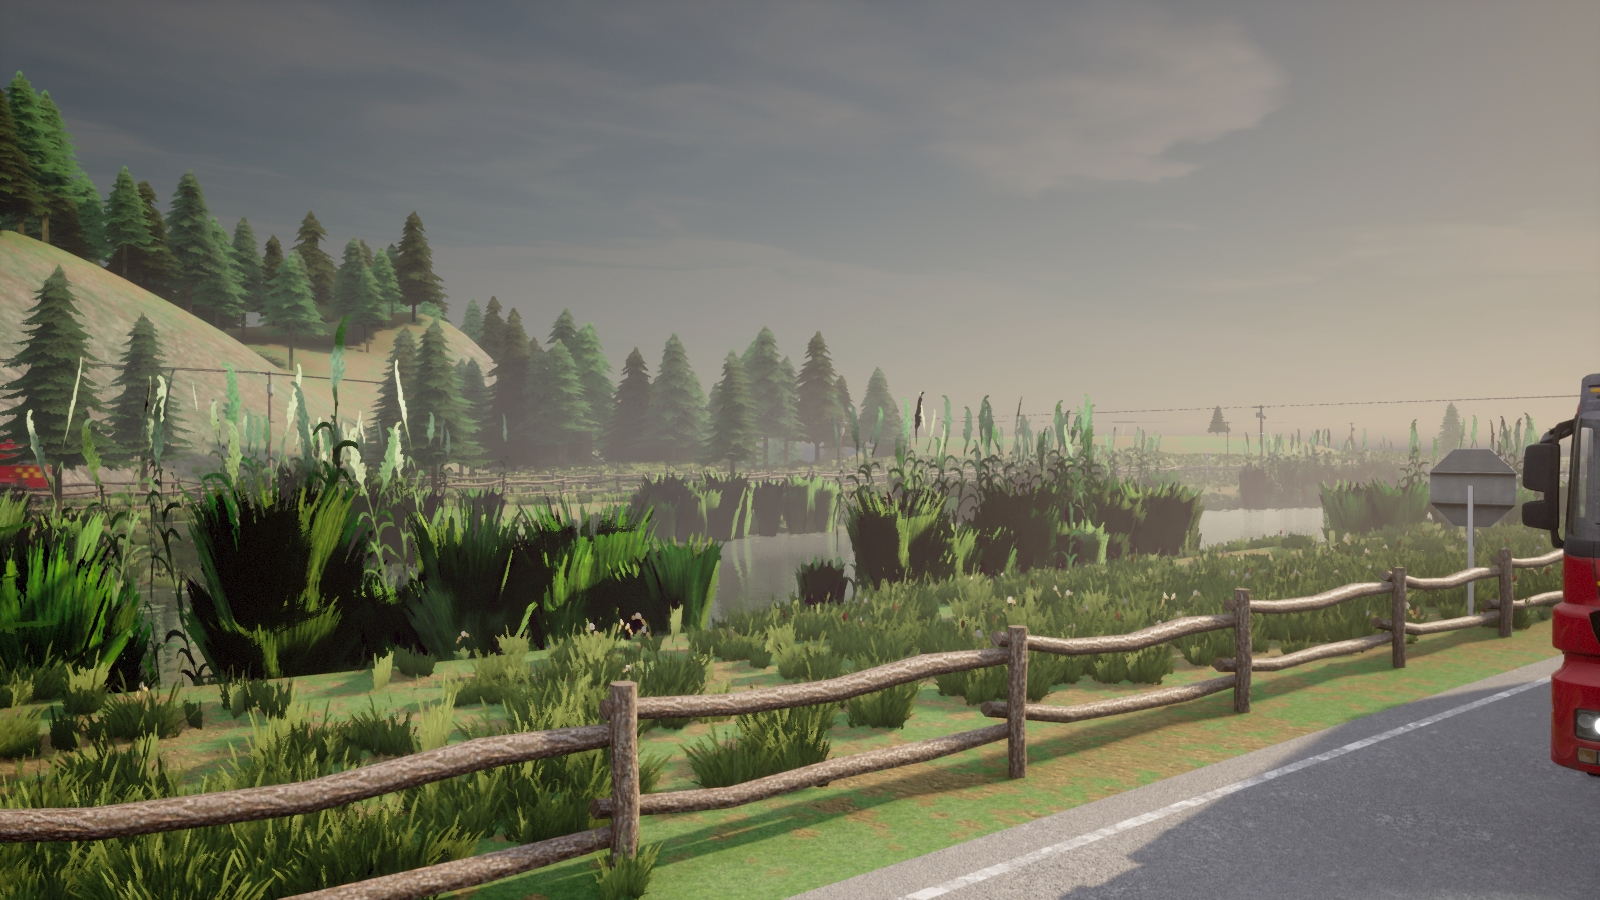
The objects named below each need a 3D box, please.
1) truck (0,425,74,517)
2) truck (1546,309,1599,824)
[{"bbox_3d":[-35.431,0.890,47.407,2.891,3.827,8.468,0,0,42],"label":"truck"},{"bbox_3d":[9.569,0.862,10.968,2.891,3.827,8.468,0,0,41],"label":"truck"}]
